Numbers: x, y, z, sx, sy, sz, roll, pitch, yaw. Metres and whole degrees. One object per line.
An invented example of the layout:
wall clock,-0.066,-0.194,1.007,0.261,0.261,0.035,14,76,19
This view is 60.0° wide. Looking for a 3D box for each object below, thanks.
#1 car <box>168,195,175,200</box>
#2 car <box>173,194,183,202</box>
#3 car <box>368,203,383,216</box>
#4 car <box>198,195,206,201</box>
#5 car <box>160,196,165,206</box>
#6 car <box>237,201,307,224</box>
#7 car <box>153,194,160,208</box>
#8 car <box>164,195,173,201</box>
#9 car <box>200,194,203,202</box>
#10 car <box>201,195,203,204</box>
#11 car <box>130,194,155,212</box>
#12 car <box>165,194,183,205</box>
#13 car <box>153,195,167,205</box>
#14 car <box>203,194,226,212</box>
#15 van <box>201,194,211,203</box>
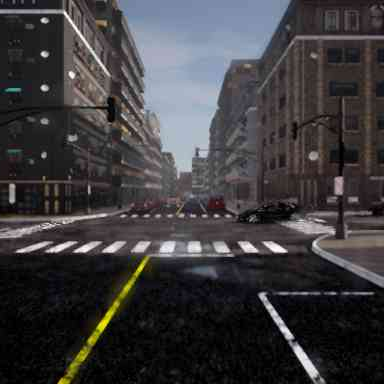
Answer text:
car,-5.699,1.515,92.821,1.887,1.381,4.507,0,0,0
car,-3.005,1.261,71.920,1.837,1.490,4.892,0,0,0
car,16.352,1.184,26.358,4.313,1.339,1.947,-1,1,0
car,2.682,1.513,87.292,2.008,1.369,4.403,0,0,0
car,-5.696,1.254,48.471,2.192,1.841,5.009,0,0,0
car,5.625,1.466,23.660,4.892,1.490,1.837,-3,0,0
car,-5.695,1.380,42.927,1.967,1.590,4.097,0,0,0
car,-5.698,1.500,81.732,1.887,1.381,4.507,0,0,0
car,2.685,1.503,54.019,1.947,1.339,4.313,0,0,0
car,2.685,1.464,48.645,1.752,1.417,4.829,0,0,0
car,-5.694,1.382,37.383,1.967,1.590,4.097,0,0,0
car,-3.064,1.289,55.716,2.097,1.767,4.553,0,0,0
car,-5.696,1.377,59.558,1.967,1.590,4.097,0,0,0
car,2.686,1.257,37.381,2.192,1.841,5.009,0,0,0
van,2.683,1.280,65.112,1.690,1.788,3.998,0,0,0
